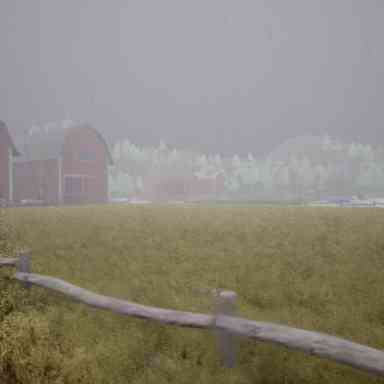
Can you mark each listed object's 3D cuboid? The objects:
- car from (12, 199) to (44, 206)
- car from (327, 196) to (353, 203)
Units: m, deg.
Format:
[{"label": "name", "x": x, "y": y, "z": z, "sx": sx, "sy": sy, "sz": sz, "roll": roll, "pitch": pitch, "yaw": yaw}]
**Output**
[{"label": "car", "x": -23.599, "y": 1.749, "z": 47.748, "sx": 1.812, "sy": 1.442, "sz": 4.674, "roll": 0, "pitch": 0, "yaw": 32}, {"label": "car", "x": 32.095, "y": 1.637, "z": 72.853, "sx": 4.611, "sy": 1.667, "sz": 2.242, "roll": 0, "pitch": 0, "yaw": 35}]
